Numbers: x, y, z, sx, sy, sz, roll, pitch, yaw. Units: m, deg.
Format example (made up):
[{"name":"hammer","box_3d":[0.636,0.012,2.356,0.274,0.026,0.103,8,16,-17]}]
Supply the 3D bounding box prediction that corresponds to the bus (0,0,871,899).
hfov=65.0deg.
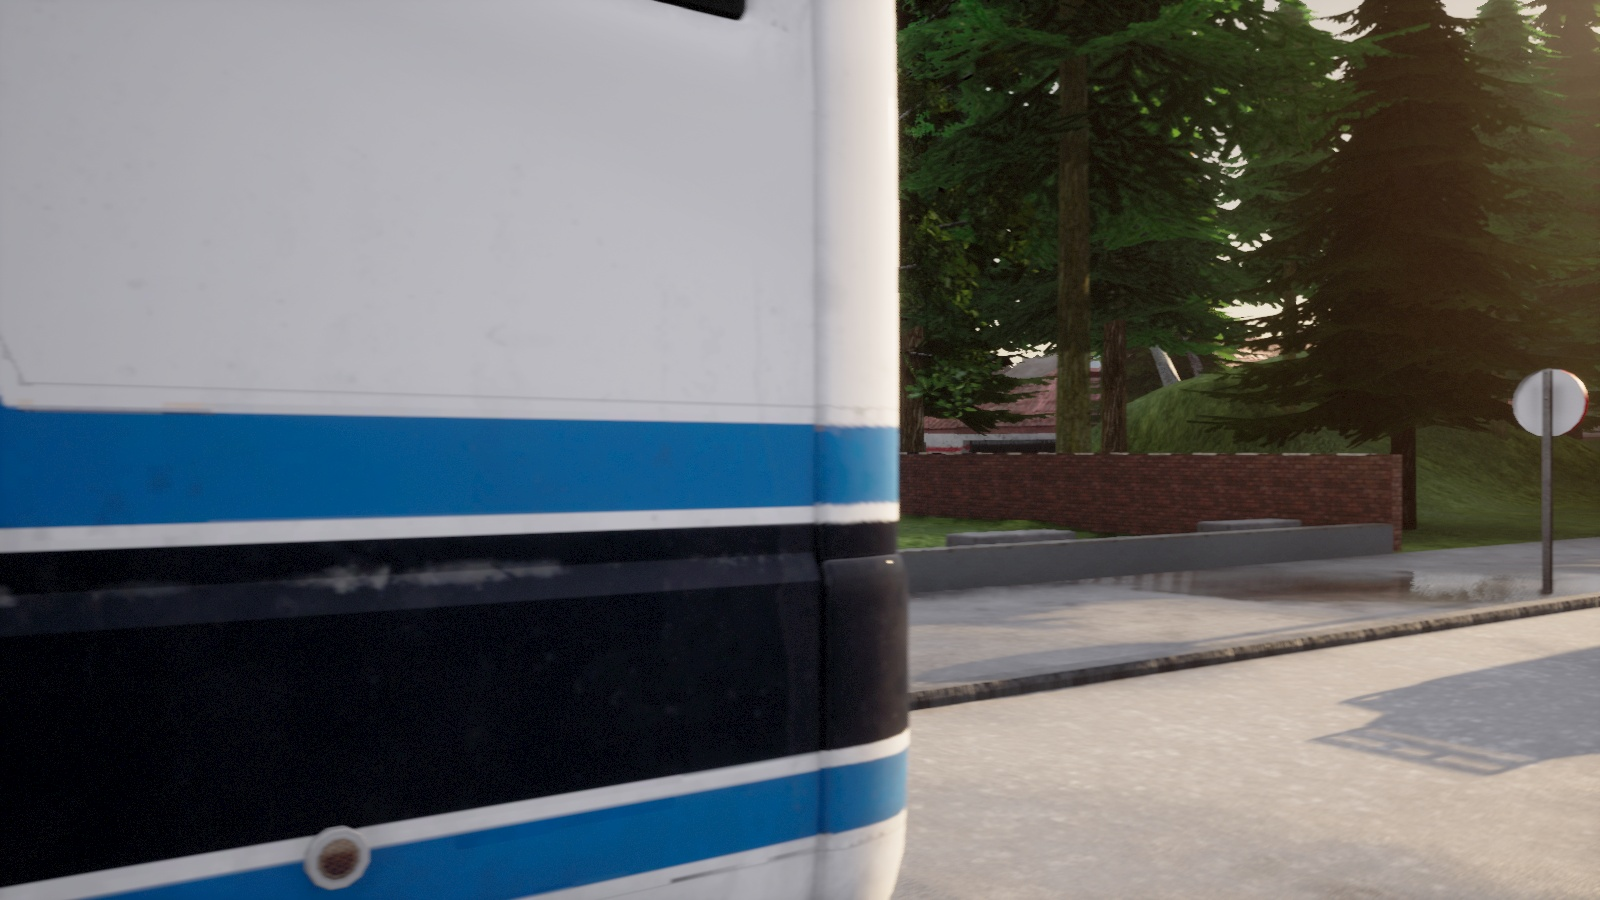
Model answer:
[{"name":"bus","box_3d":[-5.230,-0.619,0.621,10.273,4.253,3.944,0,0,-35]}]

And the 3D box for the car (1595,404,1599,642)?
[{"name":"car","box_3d":[8.649,0.569,10.334,4.605,1.855,1.932,0,0,-35]}]
